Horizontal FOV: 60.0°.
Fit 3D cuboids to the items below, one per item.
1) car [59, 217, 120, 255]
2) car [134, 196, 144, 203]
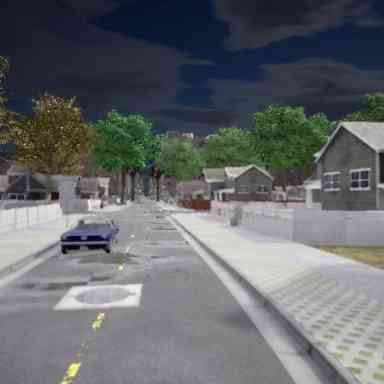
[{"bbox_3d":[-4.222,1.772,14.312,1.895,1.301,4.718,0,-1,-8],"label":"car"},{"bbox_3d":[-14.147,2.256,88.190,2.097,1.767,4.553,0,-1,-8],"label":"car"}]
